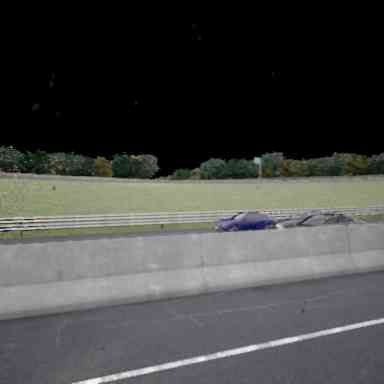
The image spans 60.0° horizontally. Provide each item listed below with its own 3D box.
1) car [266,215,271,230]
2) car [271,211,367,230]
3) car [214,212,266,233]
[{"bbox_3d":[7.546,1.973,21.138,4.902,1.511,2.128,0,-2,-22],"label":"car"},{"bbox_3d":[6.776,1.883,17.045,4.892,1.490,1.837,0,-2,-22],"label":"car"},{"bbox_3d":[3.792,2.141,23.371,4.674,1.442,1.812,0,-2,-22],"label":"car"}]
